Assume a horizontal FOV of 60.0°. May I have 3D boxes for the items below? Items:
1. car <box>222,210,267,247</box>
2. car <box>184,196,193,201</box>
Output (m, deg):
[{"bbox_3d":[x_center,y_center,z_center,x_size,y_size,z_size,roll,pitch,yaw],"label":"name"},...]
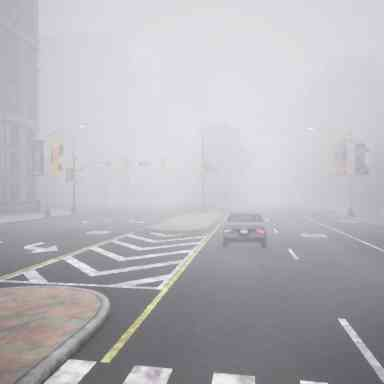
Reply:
[{"bbox_3d":[2.411,1.548,15.155,2.033,1.411,5.357,0,0,10],"label":"car"},{"bbox_3d":[-0.923,1.595,85.445,1.895,1.301,4.718,0,0,9],"label":"car"}]
